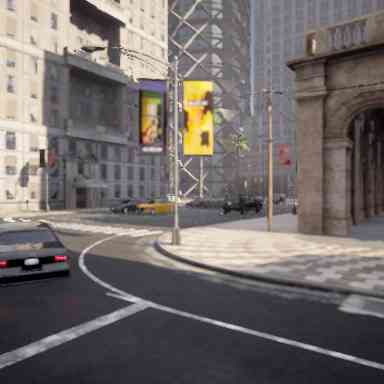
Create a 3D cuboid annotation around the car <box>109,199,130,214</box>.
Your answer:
[{"bbox_3d":[-6.672,1.512,35.875,1.837,1.490,4.892,0,0,35],"label":"car"}]

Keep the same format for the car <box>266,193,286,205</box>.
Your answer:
[{"bbox_3d":[15.306,1.223,60.356,2.150,2.045,5.566,0,0,36],"label":"car"}]

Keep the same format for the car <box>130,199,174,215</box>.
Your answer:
[{"bbox_3d":[-3.608,1.484,34.147,1.882,1.535,5.008,0,0,35],"label":"car"}]

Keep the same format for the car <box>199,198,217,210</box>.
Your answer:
[{"bbox_3d":[3.219,1.569,43.733,1.994,1.385,4.181,0,0,36],"label":"car"}]

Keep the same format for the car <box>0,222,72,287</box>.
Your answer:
[{"bbox_3d":[-4.704,1.550,9.333,2.033,1.411,5.357,0,0,-30],"label":"car"}]

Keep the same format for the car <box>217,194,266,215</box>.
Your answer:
[{"bbox_3d":[5.181,1.225,34.105,2.150,2.045,5.566,0,0,36],"label":"car"}]

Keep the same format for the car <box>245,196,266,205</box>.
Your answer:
[{"bbox_3d":[11.698,1.514,61.357,1.837,1.490,4.892,0,-1,36],"label":"car"}]

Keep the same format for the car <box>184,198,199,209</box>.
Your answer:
[{"bbox_3d":[1.179,1.555,46.889,2.033,1.411,5.357,0,0,36],"label":"car"}]
